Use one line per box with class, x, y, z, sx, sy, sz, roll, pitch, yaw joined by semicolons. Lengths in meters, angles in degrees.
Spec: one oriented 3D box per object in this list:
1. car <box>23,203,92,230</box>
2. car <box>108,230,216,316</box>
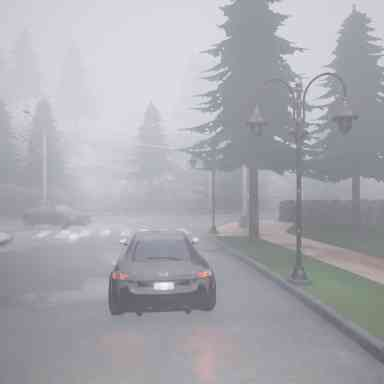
car;-8.354;1.440;20.546;4.674;1.442;1.812;1;-1;25
car;-0.724;1.564;7.631;1.994;1.385;4.181;0;0;-7
